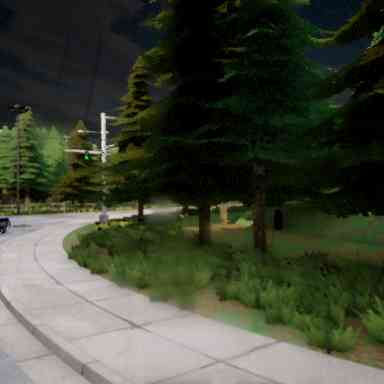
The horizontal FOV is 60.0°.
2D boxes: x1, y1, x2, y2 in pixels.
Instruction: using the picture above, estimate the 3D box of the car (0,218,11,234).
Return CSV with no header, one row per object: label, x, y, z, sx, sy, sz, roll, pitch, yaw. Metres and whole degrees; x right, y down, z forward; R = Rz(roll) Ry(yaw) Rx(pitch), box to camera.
car,-11.035,1.731,17.221,1.895,1.301,4.718,0,0,-13
